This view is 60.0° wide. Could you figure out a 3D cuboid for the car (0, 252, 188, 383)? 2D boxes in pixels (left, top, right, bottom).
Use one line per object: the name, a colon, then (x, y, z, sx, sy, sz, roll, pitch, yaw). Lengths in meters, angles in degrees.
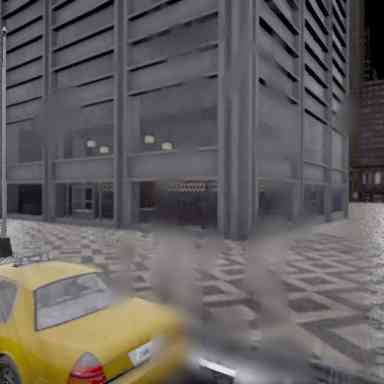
car: (-2.326, 1.524, 4.615, 4.829, 1.417, 1.752, 0, 0, 35)
